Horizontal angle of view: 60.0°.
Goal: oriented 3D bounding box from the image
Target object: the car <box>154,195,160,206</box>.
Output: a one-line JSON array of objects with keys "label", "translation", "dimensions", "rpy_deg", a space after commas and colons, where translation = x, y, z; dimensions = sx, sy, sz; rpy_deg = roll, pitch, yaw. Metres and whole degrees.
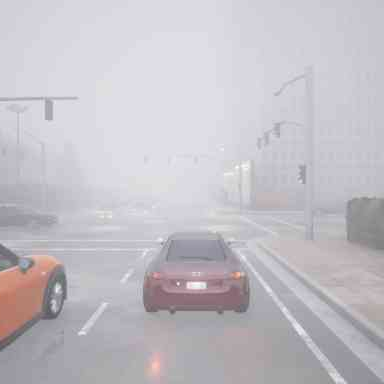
[{"label": "car", "translation": [-7.009, 1.505, 56.052], "dimensions": [1.837, 1.490, 4.892], "rpy_deg": [0, 0, 0]}]

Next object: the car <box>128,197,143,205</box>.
[{"label": "car", "translation": [-10.476, 1.601, 61.959], "dimensions": [1.895, 1.301, 4.718], "rpy_deg": [0, 0, 0]}]

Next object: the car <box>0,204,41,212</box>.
[{"label": "car", "translation": [-10.894, 1.532, 20.709], "dimensions": [4.892, 1.490, 1.837], "rpy_deg": [0, 0, 0]}]

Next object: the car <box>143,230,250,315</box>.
[{"label": "car", "translation": [0.087, 1.564, 7.680], "dimensions": [1.994, 1.385, 4.181], "rpy_deg": [0, 0, 0]}]

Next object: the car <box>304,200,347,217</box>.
[{"label": "car", "translation": [13.134, 1.547, 31.430], "dimensions": [4.902, 1.511, 2.128], "rpy_deg": [0, 0, 0]}]

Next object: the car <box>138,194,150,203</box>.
[{"label": "car", "translation": [-10.406, 1.355, 72.289], "dimensions": [2.097, 1.767, 4.553], "rpy_deg": [0, 0, 0]}]

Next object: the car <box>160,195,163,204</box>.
[{"label": "car", "translation": [-6.939, 1.352, 66.130], "dimensions": [2.097, 1.767, 4.553], "rpy_deg": [0, 0, 1]}]

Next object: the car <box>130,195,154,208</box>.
[{"label": "car", "translation": [-7.024, 1.352, 47.109], "dimensions": [2.097, 1.767, 4.553], "rpy_deg": [0, 0, 0]}]

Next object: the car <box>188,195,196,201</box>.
[{"label": "car", "translation": [0.110, 1.552, 84.594], "dimensions": [1.994, 1.385, 4.181], "rpy_deg": [0, 0, 0]}]

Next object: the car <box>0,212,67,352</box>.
[{"label": "car", "translation": [-3.434, 1.352, 4.506], "dimensions": [2.097, 1.767, 4.553], "rpy_deg": [0, 0, 1]}]

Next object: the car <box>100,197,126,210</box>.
[{"label": "car", "translation": [-10.546, 1.491, 43.510], "dimensions": [2.128, 1.511, 4.902], "rpy_deg": [0, 0, 1]}]

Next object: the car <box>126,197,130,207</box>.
[{"label": "car", "translation": [-10.521, 1.477, 52.659], "dimensions": [1.882, 1.535, 5.008], "rpy_deg": [0, 0, 0]}]
